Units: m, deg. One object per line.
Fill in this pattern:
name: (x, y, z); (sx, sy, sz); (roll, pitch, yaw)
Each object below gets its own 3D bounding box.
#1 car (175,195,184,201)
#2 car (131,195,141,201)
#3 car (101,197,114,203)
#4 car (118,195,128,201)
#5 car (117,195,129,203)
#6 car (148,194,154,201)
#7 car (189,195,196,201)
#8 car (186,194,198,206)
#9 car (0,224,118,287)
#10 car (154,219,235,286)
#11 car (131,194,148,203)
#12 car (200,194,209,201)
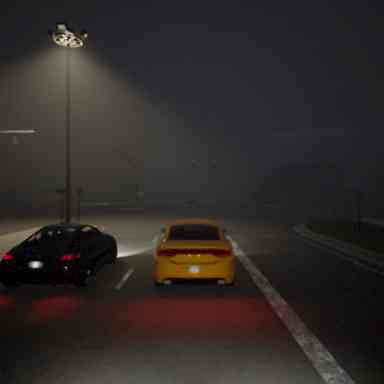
car: (-3.479, 1.614, 88.293); (1.812, 1.442, 4.674); (0, 0, 0)
car: (-14.979, 1.570, 88.988); (1.837, 1.490, 4.892); (0, 0, 0)
car: (-18.483, 1.674, 72.719); (1.895, 1.301, 4.718); (0, 0, 0)
car: (-18.479, 1.590, 89.181); (1.837, 1.490, 4.892); (0, 0, 0)
car: (-14.983, 1.631, 72.387); (1.994, 1.385, 4.181); (0, 0, 0)
car: (-11.479, 1.426, 89.013); (2.097, 1.767, 4.553); (0, 0, 0)
car: (0.021, 1.587, 87.876); (1.837, 1.490, 4.892); (0, 0, 0)
car: (0.013, 1.588, 57.265); (1.812, 1.442, 4.674); (0, 0, 0)
car: (-3.434, 1.574, 9.336); (1.994, 1.385, 4.181); (0, 0, 0)
car: (0.067, 1.488, 9.469); (1.882, 1.535, 5.008); (0, 0, 0)
car: (-11.483, 1.619, 72.379); (2.033, 1.411, 5.357); (0, 0, 0)
car: (3.521, 1.685, 88.321); (1.895, 1.301, 4.718); (0, 0, 0)
